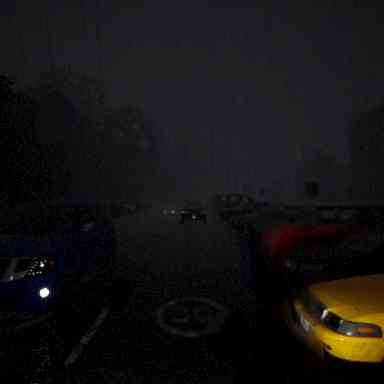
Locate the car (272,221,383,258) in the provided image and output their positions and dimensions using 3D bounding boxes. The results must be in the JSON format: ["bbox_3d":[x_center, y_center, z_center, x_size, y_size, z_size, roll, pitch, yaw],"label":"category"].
[{"bbox_3d":[4.425,1.525,7.444,4.674,1.452,2.002,0,0,0],"label":"car"}]

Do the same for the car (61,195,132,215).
[{"bbox_3d":[-8.103,1.238,27.026,5.566,2.045,2.435,0,0,0],"label":"car"}]

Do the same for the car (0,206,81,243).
[{"bbox_3d":[-8.133,1.489,15.856,5.008,1.535,2.097,0,0,0],"label":"car"}]

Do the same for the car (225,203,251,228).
[{"bbox_3d":[4.436,1.531,18.747,4.674,1.452,2.002,0,0,0],"label":"car"}]

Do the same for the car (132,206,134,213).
[{"bbox_3d":[-8.063,1.351,32.806,4.553,1.767,2.185,0,-1,0],"label":"car"}]

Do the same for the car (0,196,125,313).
[{"bbox_3d":[-3.343,1.226,8.016,2.150,2.045,5.566,0,0,0],"label":"car"}]

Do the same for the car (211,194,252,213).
[{"bbox_3d":[4.473,1.237,30.051,5.566,2.045,2.435,0,0,0],"label":"car"}]

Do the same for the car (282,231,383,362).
[{"bbox_3d":[4.234,1.480,4.619,5.366,1.575,1.946,0,0,0],"label":"car"}]

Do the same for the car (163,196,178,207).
[{"bbox_3d":[-3.201,1.398,50.194,2.128,1.511,4.902,0,0,0],"label":"car"}]

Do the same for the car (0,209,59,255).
[{"bbox_3d":[-8.136,1.487,13.032,5.008,1.535,2.097,0,0,0],"label":"car"}]

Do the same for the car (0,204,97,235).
[{"bbox_3d":[-8.131,1.491,18.680,4.892,1.521,2.231,0,0,0],"label":"car"}]

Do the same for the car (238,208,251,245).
[{"bbox_3d":[4.457,1.518,13.096,4.792,1.488,2.163,0,0,0],"label":"car"}]

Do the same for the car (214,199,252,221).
[{"bbox_3d":[4.445,1.530,27.226,4.674,1.452,2.002,0,0,0],"label":"car"}]

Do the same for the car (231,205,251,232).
[{"bbox_3d":[4.428,1.530,15.922,4.674,1.452,2.002,0,0,0],"label":"car"}]

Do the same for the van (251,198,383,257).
[{"bbox_3d":[4.308,1.261,10.270,4.442,1.987,1.878,0,0,0],"label":"van"}]

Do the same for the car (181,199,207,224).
[{"bbox_3d":[0.126,1.536,25.066,1.812,1.442,4.674,0,0,0],"label":"car"}]

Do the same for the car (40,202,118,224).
[{"bbox_3d":[-8.140,1.492,24.326,4.892,1.521,2.231,0,0,0],"label":"car"}]
